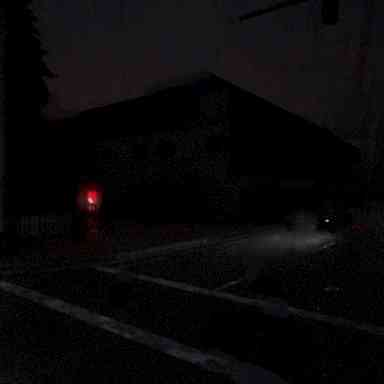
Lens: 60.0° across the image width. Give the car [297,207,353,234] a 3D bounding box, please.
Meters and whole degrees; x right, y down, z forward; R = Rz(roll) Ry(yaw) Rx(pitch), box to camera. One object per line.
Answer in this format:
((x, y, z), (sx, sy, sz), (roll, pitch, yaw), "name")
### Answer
((7.776, 1.570, 19.300), (1.895, 1.301, 4.718), (0, 0, 39), "car")
